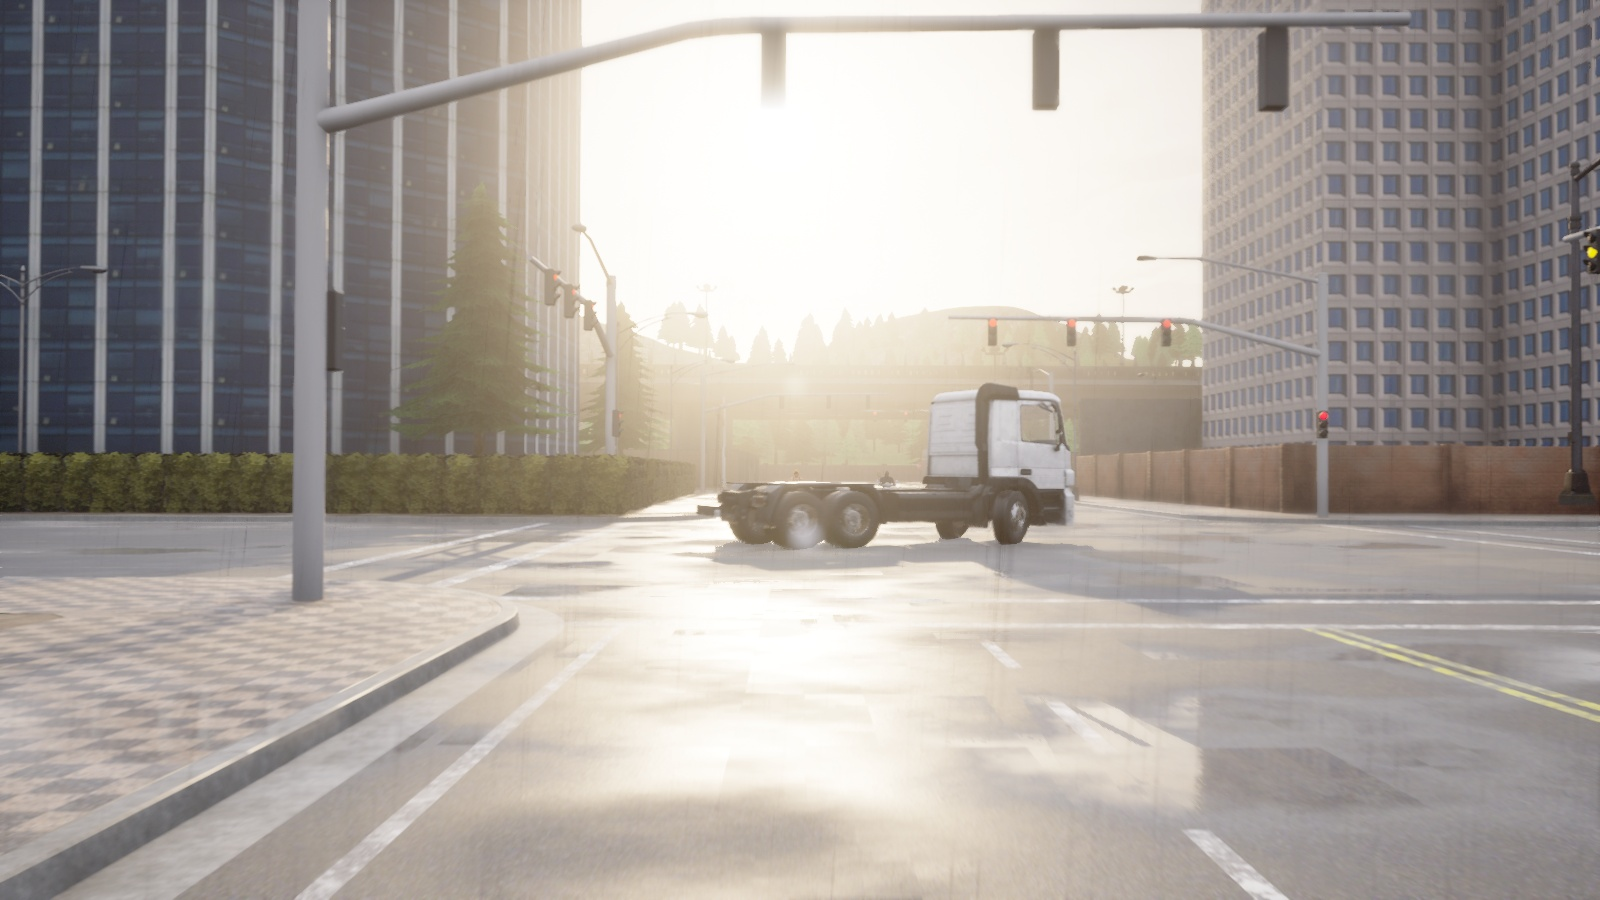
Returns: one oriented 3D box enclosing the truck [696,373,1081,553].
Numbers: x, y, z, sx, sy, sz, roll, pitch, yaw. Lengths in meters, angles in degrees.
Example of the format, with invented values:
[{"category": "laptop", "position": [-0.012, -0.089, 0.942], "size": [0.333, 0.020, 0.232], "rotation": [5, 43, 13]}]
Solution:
[{"category": "truck", "position": [1.979, 0.281, 27.251], "size": [7.936, 3.462, 2.891], "rotation": [0, -1, -25]}]
